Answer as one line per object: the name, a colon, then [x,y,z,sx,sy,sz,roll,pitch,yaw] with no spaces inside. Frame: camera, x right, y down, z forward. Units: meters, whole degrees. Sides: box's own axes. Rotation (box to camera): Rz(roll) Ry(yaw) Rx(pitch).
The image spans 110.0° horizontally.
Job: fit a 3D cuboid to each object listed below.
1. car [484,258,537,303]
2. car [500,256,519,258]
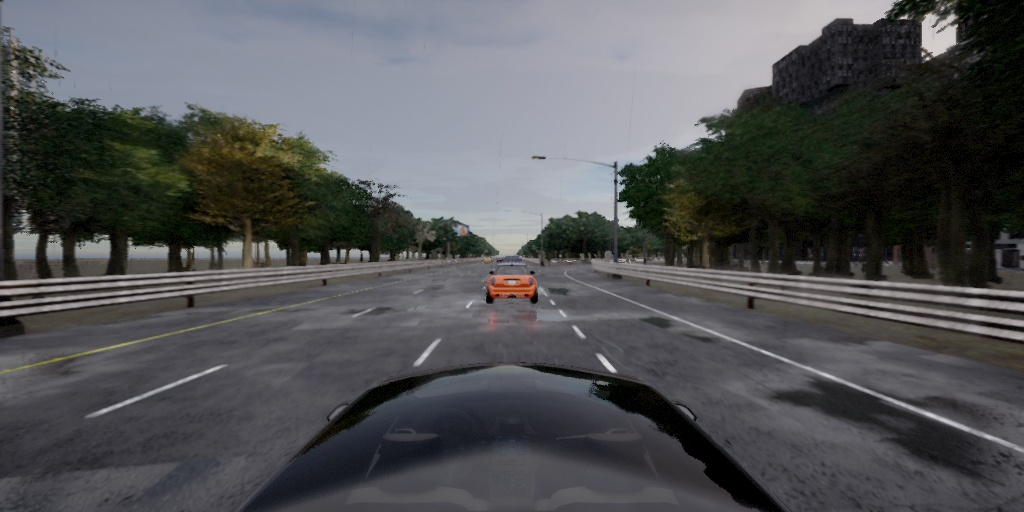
car: [0.002,1.101,16.767,2.097,1.767,4.553,0,0,0]
car: [0.003,0.970,42.965,2.150,2.045,5.566,0,0,0]
